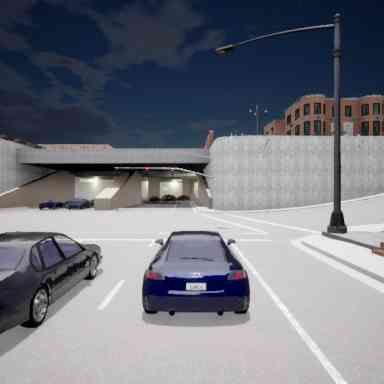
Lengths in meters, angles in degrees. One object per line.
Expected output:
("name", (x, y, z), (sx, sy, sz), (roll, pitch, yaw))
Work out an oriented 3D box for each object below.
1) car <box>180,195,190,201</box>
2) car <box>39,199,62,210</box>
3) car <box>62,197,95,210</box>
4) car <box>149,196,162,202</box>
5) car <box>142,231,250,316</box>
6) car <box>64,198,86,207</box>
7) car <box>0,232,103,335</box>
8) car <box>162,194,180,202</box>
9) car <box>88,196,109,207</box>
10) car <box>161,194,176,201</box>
("car", (-2.119, 1.524, 84.921), (1.812, 1.442, 4.674), (0, 0, 28))
("car", (-18.287, 1.601, 43.661), (1.895, 1.301, 4.718), (0, 0, -1))
("car", (-14.790, 1.547, 43.767), (2.033, 1.411, 5.357), (0, 0, -1))
("car", (-8.268, 1.540, 74.834), (2.033, 1.411, 5.357), (0, 0, 6))
("car", (0.078, 1.564, 7.614), (1.994, 1.385, 4.181), (0, 0, 0))
("car", (-18.510, 1.600, 52.936), (1.895, 1.301, 4.718), (0, 0, -1))
("car", (-3.424, 1.547, 6.917), (2.033, 1.411, 5.357), (0, 0, 0))
("car", (-4.749, 1.355, 75.126), (2.097, 1.767, 4.553), (0, 0, 6))
("car", (-15.024, 1.491, 53.622), (2.128, 1.511, 4.902), (0, 0, -1))
("car", (-5.925, 1.355, 84.884), (2.097, 1.767, 4.553), (0, 0, 24))
